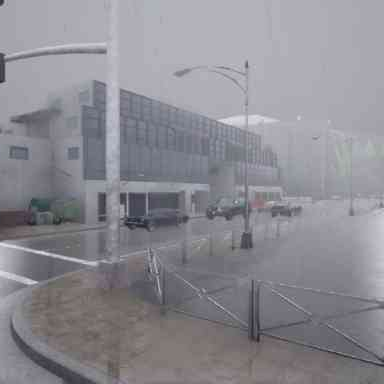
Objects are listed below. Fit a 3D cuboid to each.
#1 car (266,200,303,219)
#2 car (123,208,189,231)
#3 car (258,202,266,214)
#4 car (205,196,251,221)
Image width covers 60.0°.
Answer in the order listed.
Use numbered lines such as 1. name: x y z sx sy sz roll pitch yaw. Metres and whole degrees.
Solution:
1. car: 9.156 1.681 31.847 1.837 1.490 4.892 0 0 35
2. car: -2.303 1.777 22.153 1.895 1.301 4.718 0 0 35
3. car: 9.201 1.702 38.256 1.812 1.442 4.674 0 0 36
4. car: 3.427 1.398 30.183 2.150 2.045 5.566 0 0 36
